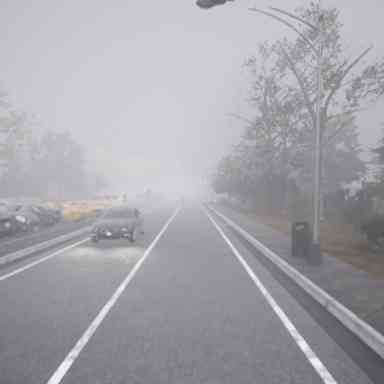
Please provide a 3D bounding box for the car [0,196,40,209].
[{"bbox_3d":[-23.304,1.382,44.787,4.553,1.767,2.185,0,0,0],"label":"car"}]

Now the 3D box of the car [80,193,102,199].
[{"bbox_3d":[-23.480,0.882,77.324,4.674,1.452,2.002,0,0,0],"label":"car"}]

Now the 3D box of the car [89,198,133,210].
[{"bbox_3d":[-10.203,1.498,42.111,5.008,1.535,2.097,0,0,0],"label":"car"}]

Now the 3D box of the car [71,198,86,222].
[{"bbox_3d":[-10.417,1.420,22.681,5.366,1.575,1.946,0,0,0],"label":"car"}]

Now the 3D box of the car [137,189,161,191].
[{"bbox_3d":[-10.421,0.709,80.269,4.553,1.767,2.185,0,0,0],"label":"car"}]

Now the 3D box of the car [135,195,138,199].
[{"bbox_3d":[-10.163,1.540,44.887,4.792,1.488,2.163,0,0,0],"label":"car"}]

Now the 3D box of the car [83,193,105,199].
[{"bbox_3d":[-23.473,0.873,80.109,4.674,1.452,2.002,0,0,0],"label":"car"}]

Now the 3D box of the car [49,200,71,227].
[{"bbox_3d":[-10.230,1.424,19.913,4.892,1.521,2.231,0,0,0],"label":"car"}]

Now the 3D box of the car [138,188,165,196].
[{"bbox_3d":[-10.404,0.542,85.840,5.566,2.045,2.435,0,1,0],"label":"car"}]

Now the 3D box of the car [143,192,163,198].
[{"bbox_3d":[-10.362,0.759,88.632,4.892,1.521,2.231,0,1,0],"label":"car"}]

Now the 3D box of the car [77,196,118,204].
[{"bbox_3d":[-10.031,1.447,31.006,5.366,1.575,1.946,0,0,0],"label":"car"}]

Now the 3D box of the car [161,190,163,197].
[{"bbox_3d":[-10.377,0.819,83.049,5.008,1.535,2.097,0,1,0],"label":"car"}]

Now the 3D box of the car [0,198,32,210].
[{"bbox_3d":[-23.248,1.526,42.140,4.792,1.488,2.163,0,0,0],"label":"car"}]

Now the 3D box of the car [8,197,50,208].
[{"bbox_3d":[-23.263,1.519,47.557,5.008,1.535,2.097,0,0,0],"label":"car"}]

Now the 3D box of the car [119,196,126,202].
[{"bbox_3d":[-10.393,1.471,36.559,5.366,1.575,1.946,0,0,0],"label":"car"}]

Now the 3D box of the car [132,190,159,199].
[{"bbox_3d":[-10.375,0.882,74.700,4.792,1.488,2.163,0,0,0],"label":"car"}]

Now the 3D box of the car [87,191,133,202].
[{"bbox_3d":[-10.231,1.235,39.336,5.566,2.045,2.435,0,0,0],"label":"car"}]

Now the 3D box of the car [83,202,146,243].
[{"bbox_3d":[-3.370,1.457,15.885,1.837,1.490,4.892,0,0,0],"label":"car"}]

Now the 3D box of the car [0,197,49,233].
[{"bbox_3d":[-10.272,1.303,17.133,4.553,1.767,2.185,0,0,0],"label":"car"}]

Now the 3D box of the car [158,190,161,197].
[{"bbox_3d":[-10.426,0.874,77.484,4.792,1.488,2.163,0,0,0],"label":"car"}]

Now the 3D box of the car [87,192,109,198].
[{"bbox_3d":[-23.491,0.846,83.021,4.792,1.488,2.163,0,0,0],"label":"car"}]

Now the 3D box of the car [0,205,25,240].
[{"bbox_3d":[-10.275,1.468,14.361,4.792,1.488,2.163,0,0,0],"label":"car"}]

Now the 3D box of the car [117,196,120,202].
[{"bbox_3d":[-10.218,1.463,33.782,4.892,1.521,2.231,0,0,0],"label":"car"}]

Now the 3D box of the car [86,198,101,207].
[{"bbox_3d":[-10.041,1.425,25.333,5.366,1.575,1.946,0,0,0],"label":"car"}]
